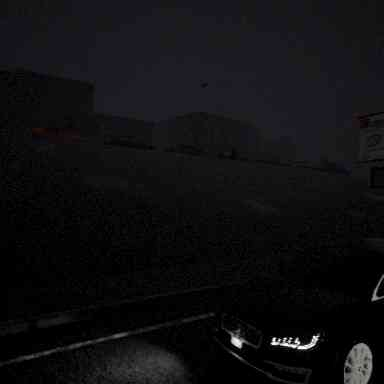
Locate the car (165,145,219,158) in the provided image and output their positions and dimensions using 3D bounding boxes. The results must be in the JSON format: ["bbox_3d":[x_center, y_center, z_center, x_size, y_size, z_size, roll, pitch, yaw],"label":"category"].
[{"bbox_3d":[-0.149,-3.376,30.328,4.792,1.488,2.163,3,-1,-31],"label":"car"}]

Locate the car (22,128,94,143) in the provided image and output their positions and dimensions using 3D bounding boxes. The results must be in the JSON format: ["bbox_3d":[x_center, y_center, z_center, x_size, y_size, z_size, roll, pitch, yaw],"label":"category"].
[{"bbox_3d":[-9.838,-3.900,24.632,5.008,1.535,2.097,3,-1,-29],"label":"car"}]

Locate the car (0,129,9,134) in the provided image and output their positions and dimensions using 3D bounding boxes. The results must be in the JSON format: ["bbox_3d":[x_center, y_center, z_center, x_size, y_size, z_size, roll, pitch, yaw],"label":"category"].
[{"bbox_3d":[-14.709,-4.104,21.982,4.674,1.452,2.002,3,-1,-27],"label":"car"}]

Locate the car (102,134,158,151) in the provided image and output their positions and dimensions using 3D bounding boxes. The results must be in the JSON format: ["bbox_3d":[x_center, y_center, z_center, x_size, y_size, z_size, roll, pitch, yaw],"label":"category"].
[{"bbox_3d":[-5.042,-3.783,27.374,4.553,1.767,2.185,3,-1,-30],"label":"car"}]

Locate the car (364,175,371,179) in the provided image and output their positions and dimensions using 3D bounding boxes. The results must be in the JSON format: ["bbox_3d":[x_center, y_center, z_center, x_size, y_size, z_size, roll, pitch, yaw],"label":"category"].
[{"bbox_3d":[26.922,-1.697,49.491,4.674,1.452,2.002,4,-2,-38],"label":"car"}]

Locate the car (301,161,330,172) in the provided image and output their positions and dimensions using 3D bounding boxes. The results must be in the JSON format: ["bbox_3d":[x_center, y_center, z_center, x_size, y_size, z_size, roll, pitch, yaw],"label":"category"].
[{"bbox_3d":[13.668,-2.782,39.464,4.553,1.767,2.185,3,-2,-35],"label":"car"}]

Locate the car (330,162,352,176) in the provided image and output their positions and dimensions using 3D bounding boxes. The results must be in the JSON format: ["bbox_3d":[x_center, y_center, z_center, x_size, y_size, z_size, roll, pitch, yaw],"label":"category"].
[{"bbox_3d":[18.219,-2.620,42.743,5.566,2.045,2.435,4,-2,-36],"label":"car"}]

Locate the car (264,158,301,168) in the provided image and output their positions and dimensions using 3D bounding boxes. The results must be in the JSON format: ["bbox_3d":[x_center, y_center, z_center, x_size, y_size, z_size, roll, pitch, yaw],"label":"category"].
[{"bbox_3d":[9.037,-2.923,36.254,4.892,1.521,2.231,3,-1,-33],"label":"car"}]

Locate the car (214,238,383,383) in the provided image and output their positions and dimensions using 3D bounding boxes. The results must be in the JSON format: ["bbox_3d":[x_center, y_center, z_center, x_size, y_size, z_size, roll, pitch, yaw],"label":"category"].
[{"bbox_3d":[2.625,1.536,5.116,4.892,1.490,1.837,1,-1,-30],"label":"car"}]

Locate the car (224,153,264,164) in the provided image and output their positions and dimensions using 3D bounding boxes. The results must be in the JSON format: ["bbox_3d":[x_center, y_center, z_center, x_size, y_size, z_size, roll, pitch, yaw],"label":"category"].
[{"bbox_3d":[4.516,-3.123,33.268,4.674,1.452,2.002,3,-1,-32],"label":"car"}]
